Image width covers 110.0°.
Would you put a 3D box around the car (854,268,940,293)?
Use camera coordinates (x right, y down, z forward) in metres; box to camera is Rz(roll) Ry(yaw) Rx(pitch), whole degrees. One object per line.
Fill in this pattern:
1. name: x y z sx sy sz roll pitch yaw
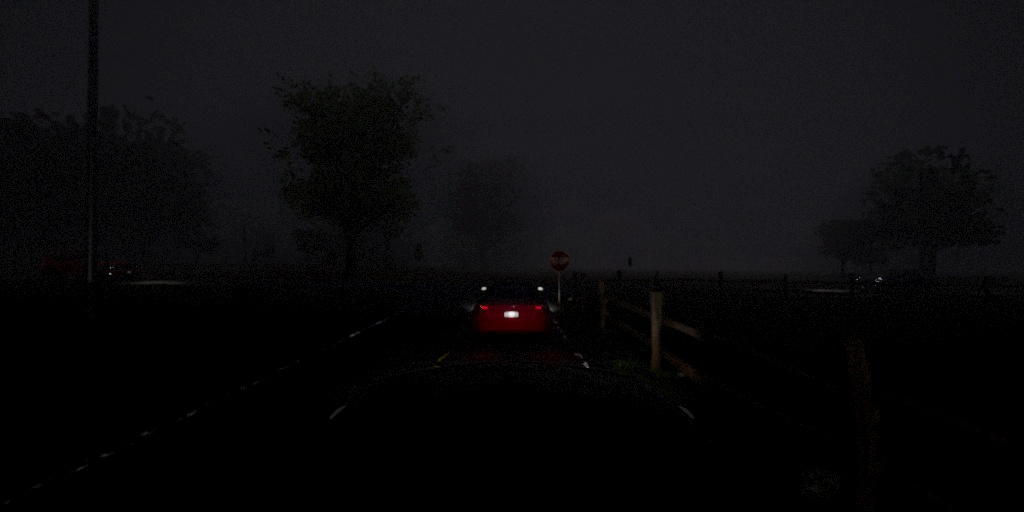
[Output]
1. car: 27.813 1.735 26.042 4.553 1.767 2.097 1 0 2

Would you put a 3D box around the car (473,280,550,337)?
1. car: 0.004 1.387 10.591 1.994 1.385 4.181 0 -1 0

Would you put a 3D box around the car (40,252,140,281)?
1. car: -29.791 0.733 25.398 5.566 2.045 2.150 1 0 2
